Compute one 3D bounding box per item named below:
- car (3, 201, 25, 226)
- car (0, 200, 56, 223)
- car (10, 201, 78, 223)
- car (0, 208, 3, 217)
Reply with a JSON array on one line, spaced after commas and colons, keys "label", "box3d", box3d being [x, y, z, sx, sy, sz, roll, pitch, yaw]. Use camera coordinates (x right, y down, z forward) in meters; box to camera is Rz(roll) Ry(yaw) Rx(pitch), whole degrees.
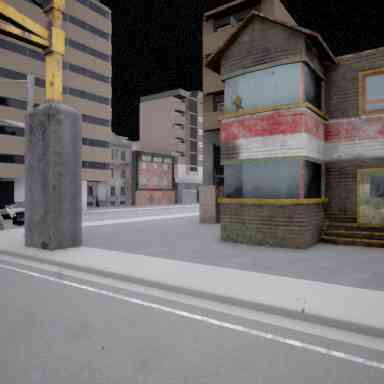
[{"label": "car", "box3d": [-10.085, 1.453, 22.997, 2.038, 1.542, 4.974, 0, 0, 15]}, {"label": "car", "box3d": [-13.287, 1.453, 25.671, 4.974, 1.542, 2.038, 0, 0, -30]}, {"label": "car", "box3d": [-10.071, 1.295, 23.047, 1.853, 1.218, 4.536, 0, 0, 15]}, {"label": "car", "box3d": [-13.242, 1.295, 25.697, 4.536, 1.218, 1.853, 0, 0, -30]}]
